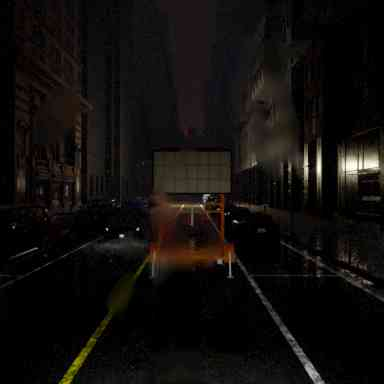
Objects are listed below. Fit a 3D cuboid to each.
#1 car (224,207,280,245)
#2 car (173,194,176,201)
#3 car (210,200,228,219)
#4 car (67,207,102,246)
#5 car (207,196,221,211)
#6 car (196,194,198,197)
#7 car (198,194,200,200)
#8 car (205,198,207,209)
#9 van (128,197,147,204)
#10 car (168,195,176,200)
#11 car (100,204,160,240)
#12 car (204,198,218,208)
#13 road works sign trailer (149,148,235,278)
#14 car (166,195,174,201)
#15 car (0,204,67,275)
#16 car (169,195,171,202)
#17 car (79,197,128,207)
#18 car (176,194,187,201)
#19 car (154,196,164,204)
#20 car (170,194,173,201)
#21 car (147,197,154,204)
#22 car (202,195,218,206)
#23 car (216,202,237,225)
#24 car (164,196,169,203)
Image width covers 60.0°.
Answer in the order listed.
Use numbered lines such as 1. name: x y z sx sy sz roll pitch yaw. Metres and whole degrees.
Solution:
1. car: 2.774 1.568 15.255 1.947 1.339 4.313 0 0 0
2. car: -5.707 1.601 82.468 2.008 1.369 4.403 0 0 0
3. car: 2.782 1.557 26.458 2.008 1.369 4.403 0 0 0
4. car: -5.751 1.584 15.247 1.802 1.307 4.206 0 0 0
5. car: 2.786 1.449 32.061 1.967 1.590 4.097 0 0 0
6. car: 2.826 1.607 93.684 1.887 1.381 4.507 0 0 0
7. car: 2.811 1.622 71.276 1.802 1.307 4.206 0 0 0
8. car: 2.789 1.595 37.662 1.802 1.307 4.206 0 0 0
9. van: -5.739 1.350 32.052 1.690 1.788 3.998 0 0 0
10. car: -5.699 1.607 93.672 1.887 1.381 4.507 0 0 0
11. car: -3.089 1.550 17.284 2.033 1.411 5.357 0 0 0
12. car: 2.796 1.603 48.867 1.802 1.307 4.206 0 0 0
13. road works sign trailer: 0.006 0.465 10.107 2.380 3.560 2.880 0 0 0
14. car: -5.703 1.581 87.899 1.752 1.417 4.829 0 0 0
15. car: -5.754 1.316 9.646 2.192 1.841 5.009 0 0 0
16. car: -5.718 1.616 65.662 1.802 1.307 4.206 0 0 0
17. car: -5.746 1.319 20.850 2.192 1.841 5.009 0 0 0
18. car: -2.943 1.655 86.468 1.895 1.301 4.718 0 0 0
19. car: -5.728 1.461 48.858 1.967 1.590 4.097 0 0 0
20. car: -5.714 1.605 71.265 1.947 1.339 4.313 0 0 0
21. car: -5.736 1.538 37.484 1.752 1.417 4.829 0 0 0
22. car: 2.793 1.332 43.265 2.192 1.841 5.009 0 0 0
23. car: 2.778 1.570 20.857 1.947 1.339 4.313 0 0 0
24. car: -5.721 1.470 60.062 1.967 1.590 4.097 0 0 0
